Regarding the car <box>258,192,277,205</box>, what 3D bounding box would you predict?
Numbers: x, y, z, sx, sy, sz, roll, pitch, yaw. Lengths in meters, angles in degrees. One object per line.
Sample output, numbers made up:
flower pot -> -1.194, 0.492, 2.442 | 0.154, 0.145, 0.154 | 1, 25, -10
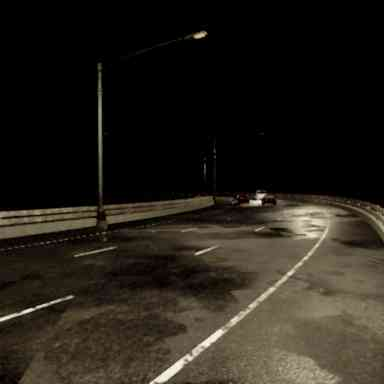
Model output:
car -> 11.151, 1.163, 48.100 | 2.033, 1.411, 5.357 | 0, 0, 8

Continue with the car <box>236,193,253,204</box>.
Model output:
car -> 8.235, 1.106, 52.696 | 1.837, 1.490, 4.892 | 0, 0, 8

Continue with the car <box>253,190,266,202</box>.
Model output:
car -> 12.569, 0.737, 61.933 | 2.150, 2.045, 5.566 | 0, 0, 2

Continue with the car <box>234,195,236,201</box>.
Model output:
car -> 9.158, 1.016, 63.812 | 2.128, 1.511, 4.902 | 0, 0, -1
